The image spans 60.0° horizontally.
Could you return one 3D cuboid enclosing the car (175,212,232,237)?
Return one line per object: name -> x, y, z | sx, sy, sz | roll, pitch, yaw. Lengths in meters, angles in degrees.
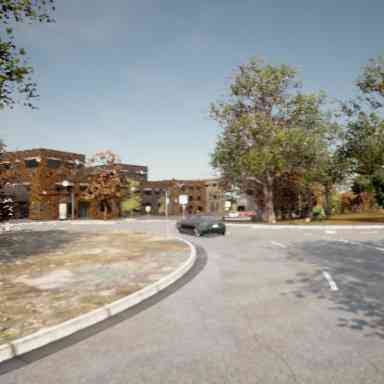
car -> 0.493, 2.172, 22.477 | 1.994, 1.385, 4.181 | -1, -2, -29
